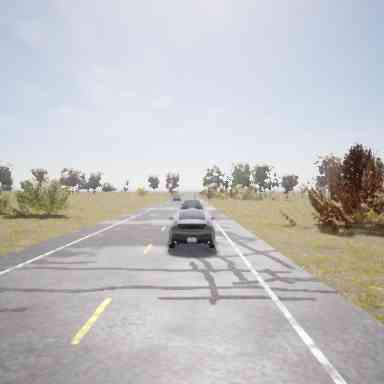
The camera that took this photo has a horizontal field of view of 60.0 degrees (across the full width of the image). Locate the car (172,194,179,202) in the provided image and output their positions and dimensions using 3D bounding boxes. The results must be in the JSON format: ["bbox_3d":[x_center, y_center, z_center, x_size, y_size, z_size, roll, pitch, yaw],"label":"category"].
[{"bbox_3d":[-3.500,1.350,76.759,2.097,1.767,4.553,0,0,0],"label":"car"}]

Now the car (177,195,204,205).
[{"bbox_3d":[0.000,1.374,29.620,2.097,1.767,4.553,0,0,0],"label":"car"}]

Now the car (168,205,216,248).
[{"bbox_3d":[0.000,1.518,14.650,1.837,1.490,4.892,0,0,0],"label":"car"}]
